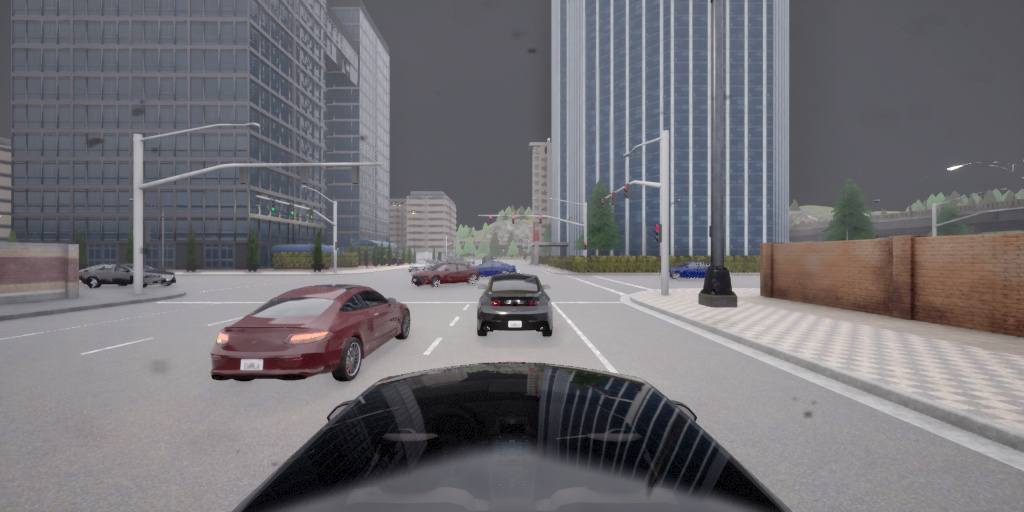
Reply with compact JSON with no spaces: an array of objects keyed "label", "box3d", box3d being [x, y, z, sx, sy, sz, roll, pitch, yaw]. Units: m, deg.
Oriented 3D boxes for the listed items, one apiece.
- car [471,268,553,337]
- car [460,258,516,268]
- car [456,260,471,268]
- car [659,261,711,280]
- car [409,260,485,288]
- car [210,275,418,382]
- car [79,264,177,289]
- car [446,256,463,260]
[{"label":"car","box3d":[0.069,1.255,10.314,1.837,1.490,4.892,0,0,0]},{"label":"car","box3d":[-2.064,1.227,33.684,5.008,1.535,1.882,0,0,0]},{"label":"car","box3d":[-8.010,1.314,60.001,1.994,1.385,4.181,0,0,0]},{"label":"car","box3d":[15.053,1.227,30.327,5.008,1.535,1.882,0,0,-1]},{"label":"car","box3d":[-4.390,1.228,23.948,1.882,1.535,5.008,-1,-1,39]},{"label":"car","box3d":[-3.435,1.276,7.050,1.812,1.442,4.674,0,0,0]},{"label":"car","box3d":[-24.218,1.241,22.766,4.902,1.511,2.128,0,0,0]},{"label":"car","box3d":[-7.872,0.971,50.049,2.150,2.045,5.566,0,0,-1]}]
